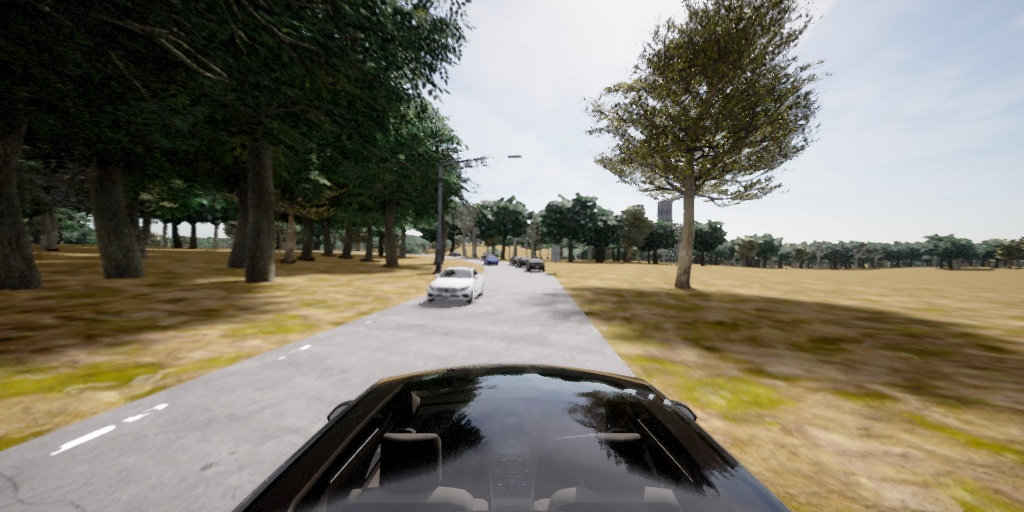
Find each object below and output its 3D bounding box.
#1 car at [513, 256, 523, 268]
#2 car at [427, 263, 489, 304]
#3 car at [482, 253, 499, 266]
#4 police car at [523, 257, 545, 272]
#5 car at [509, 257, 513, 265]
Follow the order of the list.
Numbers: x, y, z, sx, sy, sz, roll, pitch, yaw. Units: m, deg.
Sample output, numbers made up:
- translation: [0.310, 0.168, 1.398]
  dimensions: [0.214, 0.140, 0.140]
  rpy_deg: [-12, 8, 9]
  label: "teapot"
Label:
- translation: [1.796, 0.892, 52.641]
  dimensions: [1.882, 1.535, 5.008]
  rpy_deg: [0, 1, -8]
  label: "car"
- translation: [-2.348, 1.201, 16.024]
  dimensions: [1.812, 1.442, 4.674]
  rpy_deg: [1, 0, 4]
  label: "car"
- translation: [-3.333, 0.710, 58.647]
  dimensions: [1.882, 1.535, 5.008]
  rpy_deg: [1, 1, -11]
  label: "car"
- translation: [2.735, 0.984, 42.580]
  dimensions: [1.930, 1.638, 5.238]
  rpy_deg: [1, 1, -3]
  label: "police car"
- translation: [0.780, 0.794, 58.686]
  dimensions: [1.837, 1.490, 4.892]
  rpy_deg: [0, 1, -11]
  label: "car"
